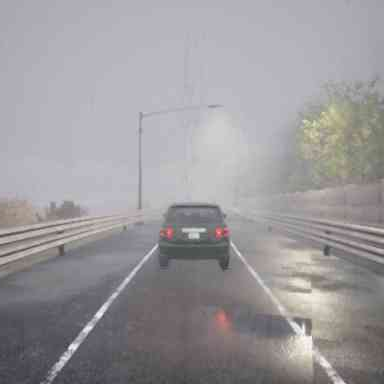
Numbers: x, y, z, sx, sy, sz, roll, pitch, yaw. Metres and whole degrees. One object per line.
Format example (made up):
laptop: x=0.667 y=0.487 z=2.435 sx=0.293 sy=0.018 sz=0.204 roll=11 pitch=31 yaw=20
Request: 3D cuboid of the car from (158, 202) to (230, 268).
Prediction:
car: x=0.100 y=1.372 z=11.895 sx=2.150 sy=2.045 sz=5.566 roll=0 pitch=-1 yaw=1

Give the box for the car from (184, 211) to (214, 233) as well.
car: x=0.581 y=2.113 z=24.302 sx=1.994 sy=1.385 sz=4.181 roll=0 pitch=-2 yaw=2

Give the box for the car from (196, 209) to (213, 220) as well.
car: x=1.609 y=2.760 z=41.670 sx=1.895 sy=1.301 sz=4.718 roll=0 pitch=-2 yaw=4
